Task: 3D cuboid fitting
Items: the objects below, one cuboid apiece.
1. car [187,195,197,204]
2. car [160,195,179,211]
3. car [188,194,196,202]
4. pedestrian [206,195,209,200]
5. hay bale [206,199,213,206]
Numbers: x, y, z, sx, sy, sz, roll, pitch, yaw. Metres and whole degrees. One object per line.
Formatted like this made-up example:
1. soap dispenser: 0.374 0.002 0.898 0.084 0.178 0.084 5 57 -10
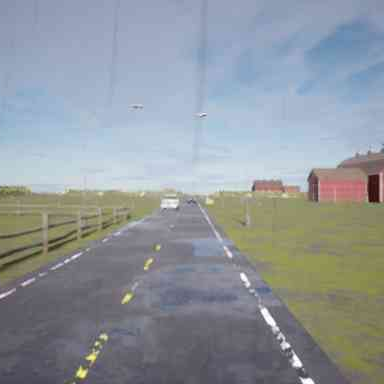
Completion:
1. car: -0.012 1.797 67.568 1.895 1.301 4.718 0 0 0
2. car: -2.841 1.349 43.559 2.150 2.045 5.566 0 0 0
3. car: -0.014 1.448 83.247 2.097 1.767 4.553 0 0 0
4. pedestrian: 2.814 1.475 59.559 0.375 1.860 0.375 1 -1 2
5. hay bale: 3.104 1.821 58.451 1.220 1.180 1.240 -1 -1 0
